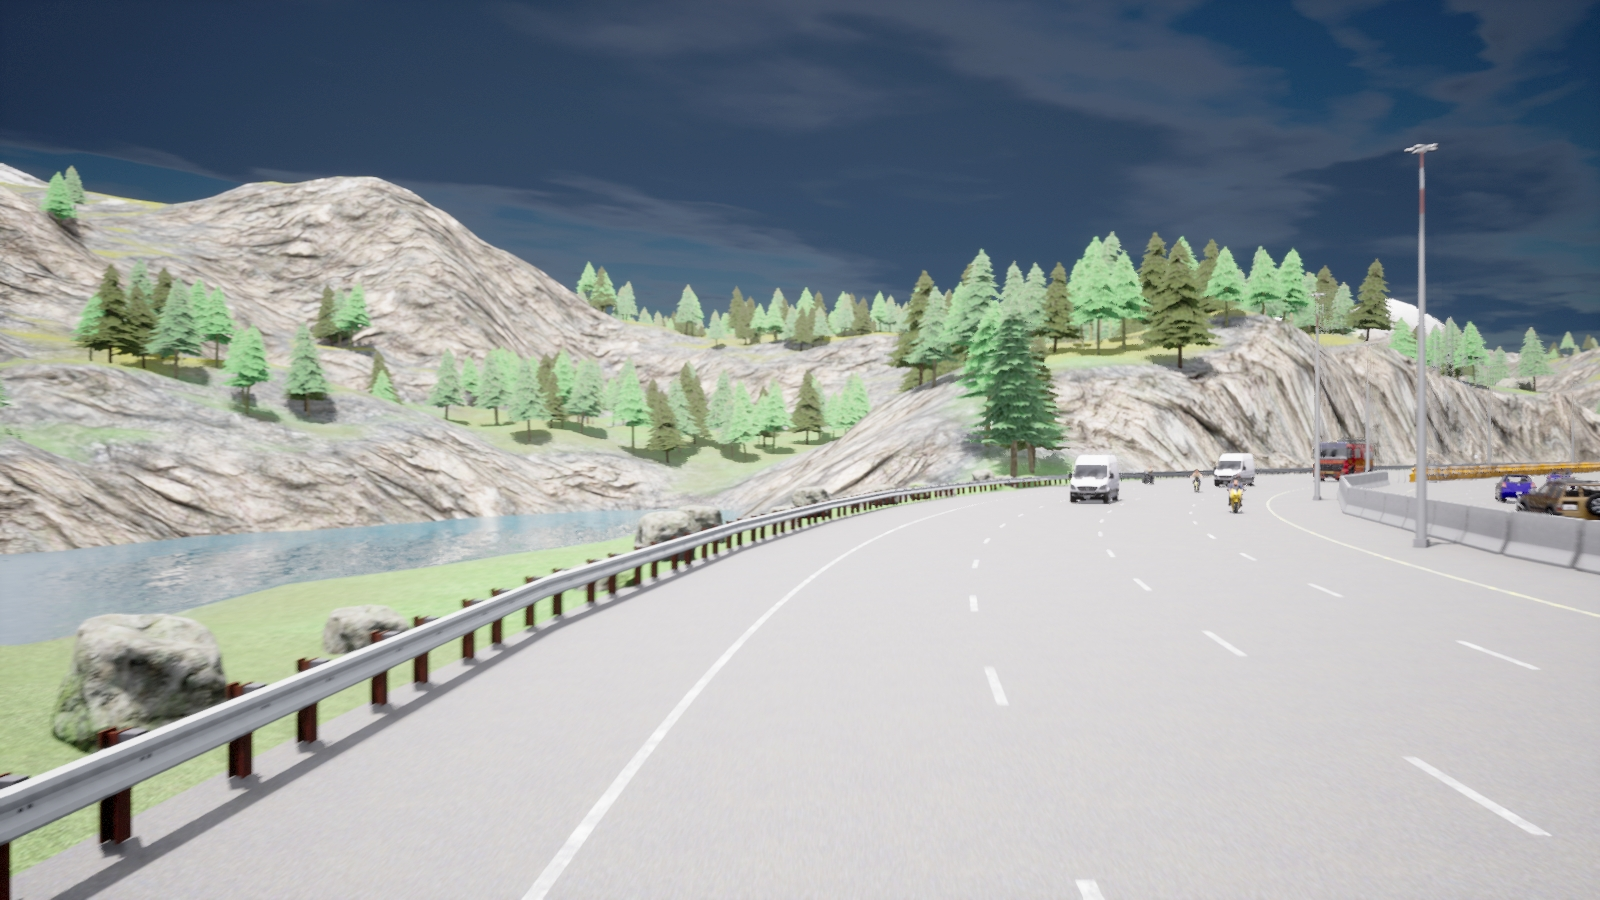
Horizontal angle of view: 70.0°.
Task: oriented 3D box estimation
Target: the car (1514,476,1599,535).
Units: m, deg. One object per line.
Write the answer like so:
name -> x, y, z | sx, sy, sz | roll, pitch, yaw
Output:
car -> 27.032, 1.905, 40.342 | 1.932, 1.855, 4.605 | 0, 0, 16

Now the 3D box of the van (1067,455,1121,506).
van -> 15.856, 1.558, 61.391 | 1.988, 2.561, 5.915 | 0, 0, 22

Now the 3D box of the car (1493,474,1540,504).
car -> 39.263, 2.098, 62.693 | 1.845, 1.501, 3.633 | 0, 0, 27

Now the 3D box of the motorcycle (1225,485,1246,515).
motorcycle -> 19.337, 2.206, 50.738 | 0.803, 1.217, 2.033 | 0, 0, 19

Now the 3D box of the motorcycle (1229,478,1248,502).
motorcycle -> 24.804, 2.243, 64.603 | 0.867, 1.251, 2.209 | 0, 0, 24
